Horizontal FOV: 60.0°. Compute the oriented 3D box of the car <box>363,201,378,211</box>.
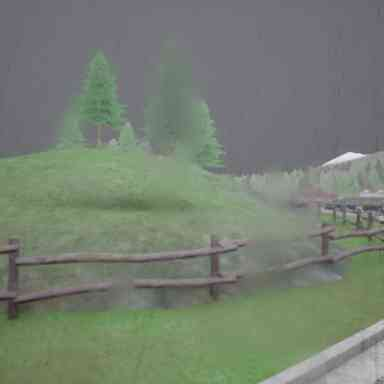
[{"bbox_3d":[25.105,1.964,44.615,1.812,1.442,4.674,0,0,-12],"label":"car"}]

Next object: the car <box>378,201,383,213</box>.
[{"bbox_3d":[22.810,1.847,35.965,1.882,1.535,5.008,0,0,-2],"label":"car"}]

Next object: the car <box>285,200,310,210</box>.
[{"bbox_3d":[16.138,1.927,51.114,1.837,1.490,4.892,0,0,-16],"label":"car"}]

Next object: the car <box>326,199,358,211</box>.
[{"bbox_3d":[20.961,1.778,46.836,2.097,1.767,4.553,0,0,-16],"label":"car"}]
